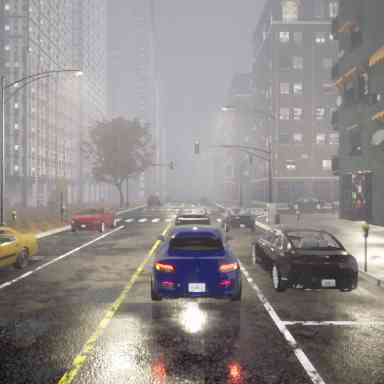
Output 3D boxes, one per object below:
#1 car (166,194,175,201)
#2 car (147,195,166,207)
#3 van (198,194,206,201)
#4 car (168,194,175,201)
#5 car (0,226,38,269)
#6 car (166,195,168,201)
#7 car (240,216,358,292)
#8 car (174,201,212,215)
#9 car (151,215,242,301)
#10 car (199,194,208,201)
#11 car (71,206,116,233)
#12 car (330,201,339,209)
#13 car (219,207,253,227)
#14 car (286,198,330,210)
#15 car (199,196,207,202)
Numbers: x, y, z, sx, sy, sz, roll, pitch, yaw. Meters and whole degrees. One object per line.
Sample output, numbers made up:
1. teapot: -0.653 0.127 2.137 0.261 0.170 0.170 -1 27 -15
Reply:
1. car: -5.854 1.409 90.810 2.192 1.841 5.009 0 0 0
2. car: -5.783 1.349 52.150 2.192 1.841 5.009 0 0 0
3. van: 2.537 1.424 85.303 1.690 1.788 3.998 0 0 0
4. car: -5.843 1.649 85.288 1.947 1.339 4.313 0 0 0
5. car: -5.703 1.526 8.526 1.752 1.417 4.829 0 0 0
6. car: -5.793 1.607 57.673 1.947 1.339 4.313 0 0 0
7. car: 2.677 1.551 8.711 2.008 1.369 4.403 0 0 0
8. car: 0.048 1.495 18.293 2.128 1.511 4.902 0 0 0
9. car: 0.079 1.526 8.190 1.812 1.442 4.674 0 0 0
10. car: 2.558 1.630 74.256 1.947 1.339 4.313 0 0 0
11. car: -5.723 1.549 19.762 1.887 1.381 4.507 0 0 0
12. car: 18.755 1.259 39.267 4.829 1.417 1.752 -1 1 -1
13. car: 2.657 1.555 19.777 2.008 1.369 4.403 0 0 0
14. car: 13.358 1.359 39.202 4.403 1.369 2.008 -1 1 -1
15. car: 2.548 1.598 79.949 1.752 1.417 4.829 0 0 0
